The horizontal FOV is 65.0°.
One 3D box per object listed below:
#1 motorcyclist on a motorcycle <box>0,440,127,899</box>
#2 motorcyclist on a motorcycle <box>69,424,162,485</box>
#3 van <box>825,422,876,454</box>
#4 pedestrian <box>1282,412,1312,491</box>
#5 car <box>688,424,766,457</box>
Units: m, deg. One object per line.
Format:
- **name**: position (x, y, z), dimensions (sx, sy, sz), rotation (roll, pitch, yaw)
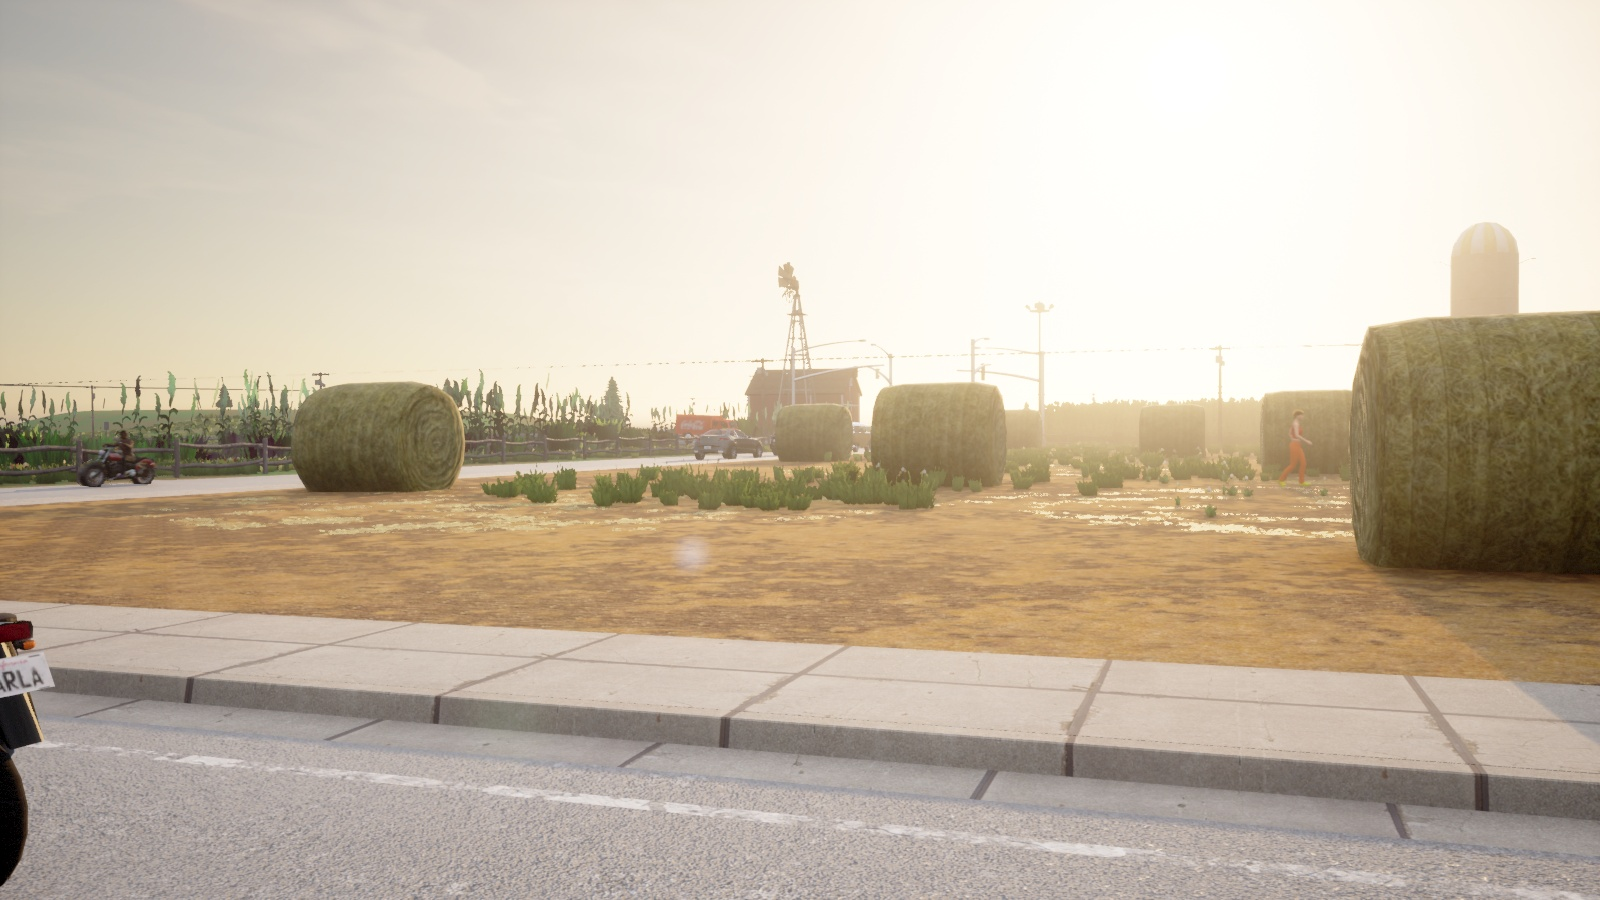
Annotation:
- **motorcyclist on a motorcycle**: position (-3.464, 0.726, 4.359), dimensions (2.044, 1.523, 0.797), rotation (1, 1, 19)
- **motorcyclist on a motorcycle**: position (-19.399, 0.098, 35.650), dimensions (0.766, 1.649, 2.350), rotation (1, 1, 21)
- **van**: position (3.459, -0.823, 84.409), dimensions (2.069, 2.038, 4.480), rotation (1, 1, 21)
- **pedestrian**: position (11.642, 0.025, 29.417), dimensions (0.594, 1.836, 0.345), rotation (1, 1, 27)
- **car**: position (-3.765, -0.500, 65.967), dimensions (2.152, 1.651, 5.027), rotation (1, 1, 21)
